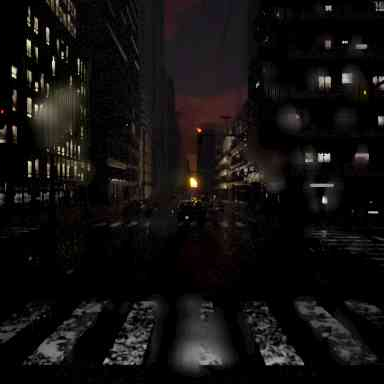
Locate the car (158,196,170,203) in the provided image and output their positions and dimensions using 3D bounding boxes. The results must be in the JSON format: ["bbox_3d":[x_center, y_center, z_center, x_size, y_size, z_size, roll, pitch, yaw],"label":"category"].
[{"bbox_3d":[-5.559,1.529,66.960,1.887,1.381,4.507,-1,0,0],"label":"car"}]

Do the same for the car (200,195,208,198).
[{"bbox_3d":[2.832,1.423,72.597,1.967,1.590,4.097,-1,0,0],"label":"car"}]

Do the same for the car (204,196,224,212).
[{"bbox_3d":[2.759,1.540,38.669,2.008,1.369,4.403,-1,0,0],"label":"car"}]

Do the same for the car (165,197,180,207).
[{"bbox_3d":[-2.976,1.534,52.186,2.033,1.411,5.357,0,0,0],"label":"car"}]

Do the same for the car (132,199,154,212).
[{"bbox_3d":[-5.620,1.555,38.687,1.947,1.339,4.313,-1,0,0],"label":"car"}]

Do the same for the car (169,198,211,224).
[{"bbox_3d":[-0.029,1.484,24.498,2.128,1.511,4.902,0,0,7],"label":"car"}]

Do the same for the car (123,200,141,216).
[{"bbox_3d":[-5.634,1.516,32.863,1.752,1.417,4.829,-1,0,0],"label":"car"}]

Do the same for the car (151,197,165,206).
[{"bbox_3d":[-5.583,1.531,55.651,1.887,1.381,4.507,-1,0,0],"label":"car"}]

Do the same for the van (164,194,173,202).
[{"bbox_3d":[-5.537,1.323,78.270,1.690,1.788,3.998,-1,0,0],"label":"van"}]

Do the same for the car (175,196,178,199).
[{"bbox_3d":[-3.006,1.211,41.864,2.150,2.045,5.566,0,0,0],"label":"car"}]

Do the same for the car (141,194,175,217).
[{"bbox_3d":[-3.037,1.213,31.163,2.150,2.045,5.566,0,0,0],"label":"car"}]
